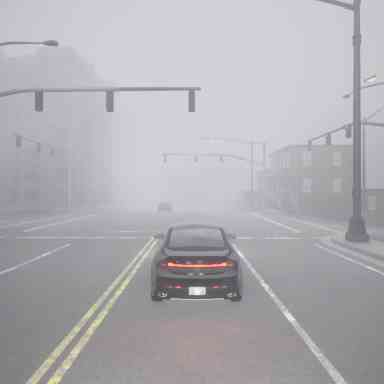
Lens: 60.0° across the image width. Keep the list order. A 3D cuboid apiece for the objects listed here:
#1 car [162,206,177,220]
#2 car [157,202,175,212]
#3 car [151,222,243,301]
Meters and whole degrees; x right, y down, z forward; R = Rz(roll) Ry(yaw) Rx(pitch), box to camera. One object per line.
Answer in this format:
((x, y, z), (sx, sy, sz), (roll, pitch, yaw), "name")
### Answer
((-3.645, 3.522, 54.947), (2.128, 1.511, 4.902), (0, -12, 0), "car")
((-3.644, 2.066, 45.539), (1.837, 1.490, 4.892), (0, -5, 0), "car")
((0.092, 1.505, 8.304), (1.837, 1.490, 4.892), (0, 0, 0), "car")
